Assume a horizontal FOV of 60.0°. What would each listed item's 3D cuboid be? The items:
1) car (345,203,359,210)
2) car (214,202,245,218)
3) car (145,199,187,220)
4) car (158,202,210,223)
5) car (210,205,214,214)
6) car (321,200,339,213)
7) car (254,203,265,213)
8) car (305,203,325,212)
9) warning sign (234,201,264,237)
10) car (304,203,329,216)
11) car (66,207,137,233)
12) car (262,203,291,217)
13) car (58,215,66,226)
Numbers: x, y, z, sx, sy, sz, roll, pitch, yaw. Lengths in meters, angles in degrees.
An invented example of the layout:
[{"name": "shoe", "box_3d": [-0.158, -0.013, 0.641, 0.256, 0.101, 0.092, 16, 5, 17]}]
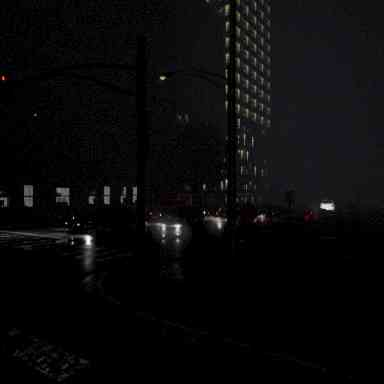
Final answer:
[{"name": "car", "box_3d": [31.513, 2.837, 65.705, 1.812, 1.442, 4.674, 0, -1, 33]}, {"name": "car", "box_3d": [4.824, 1.998, 38.579, 2.097, 1.767, 4.553, 0, -1, 33]}, {"name": "car", "box_3d": [-2.357, 1.717, 33.451, 2.150, 2.045, 5.566, 0, -1, 33]}, {"name": "car", "box_3d": [-0.580, 1.972, 30.210, 1.837, 1.490, 4.892, 0, -1, 33]}, {"name": "car", "box_3d": [3.169, 2.278, 42.004, 1.895, 1.301, 4.718, 0, -1, 33]}, {"name": "car", "box_3d": [21.950, 2.254, 52.973, 2.150, 2.045, 5.566, 0, -1, 33]}, {"name": "car", "box_3d": [10.350, 2.318, 47.086, 2.128, 1.511, 4.902, 0, -1, 33]}, {"name": "car", "box_3d": [21.573, 2.650, 58.209, 2.033, 1.411, 5.357, 0, -1, 33]}, {"name": "warning sign", "box_3d": [3.156, 1.454, 18.534, 1.300, 1.860, 1.060, 1, 1, 33]}, {"name": "car", "box_3d": [16.535, 2.456, 44.487, 1.895, 1.301, 4.718, 0, -1, 33]}, {"name": "car", "box_3d": [-5.635, 1.805, 22.374, 1.837, 1.490, 4.892, 0, -1, 33]}, {"name": "car", "box_3d": [10.844, 2.354, 41.561, 1.895, 1.301, 4.718, 0, -1, 33]}, {"name": "car", "box_3d": [-7.652, 1.921, 25.239, 1.895, 1.301, 4.718, 0, -1, 33]}]
